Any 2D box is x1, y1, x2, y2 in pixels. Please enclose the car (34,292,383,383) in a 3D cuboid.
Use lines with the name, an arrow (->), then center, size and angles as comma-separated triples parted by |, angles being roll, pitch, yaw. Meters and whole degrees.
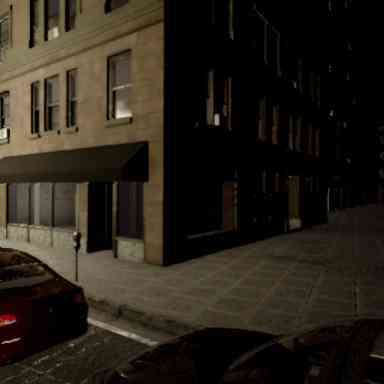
car -> 1.239, 1.551, 1.965 | 4.403, 1.369, 2.008 | 0, 0, 35

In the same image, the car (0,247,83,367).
car -> -3.378, 1.553, 5.257 | 4.206, 1.307, 1.802 | 0, 0, 35
